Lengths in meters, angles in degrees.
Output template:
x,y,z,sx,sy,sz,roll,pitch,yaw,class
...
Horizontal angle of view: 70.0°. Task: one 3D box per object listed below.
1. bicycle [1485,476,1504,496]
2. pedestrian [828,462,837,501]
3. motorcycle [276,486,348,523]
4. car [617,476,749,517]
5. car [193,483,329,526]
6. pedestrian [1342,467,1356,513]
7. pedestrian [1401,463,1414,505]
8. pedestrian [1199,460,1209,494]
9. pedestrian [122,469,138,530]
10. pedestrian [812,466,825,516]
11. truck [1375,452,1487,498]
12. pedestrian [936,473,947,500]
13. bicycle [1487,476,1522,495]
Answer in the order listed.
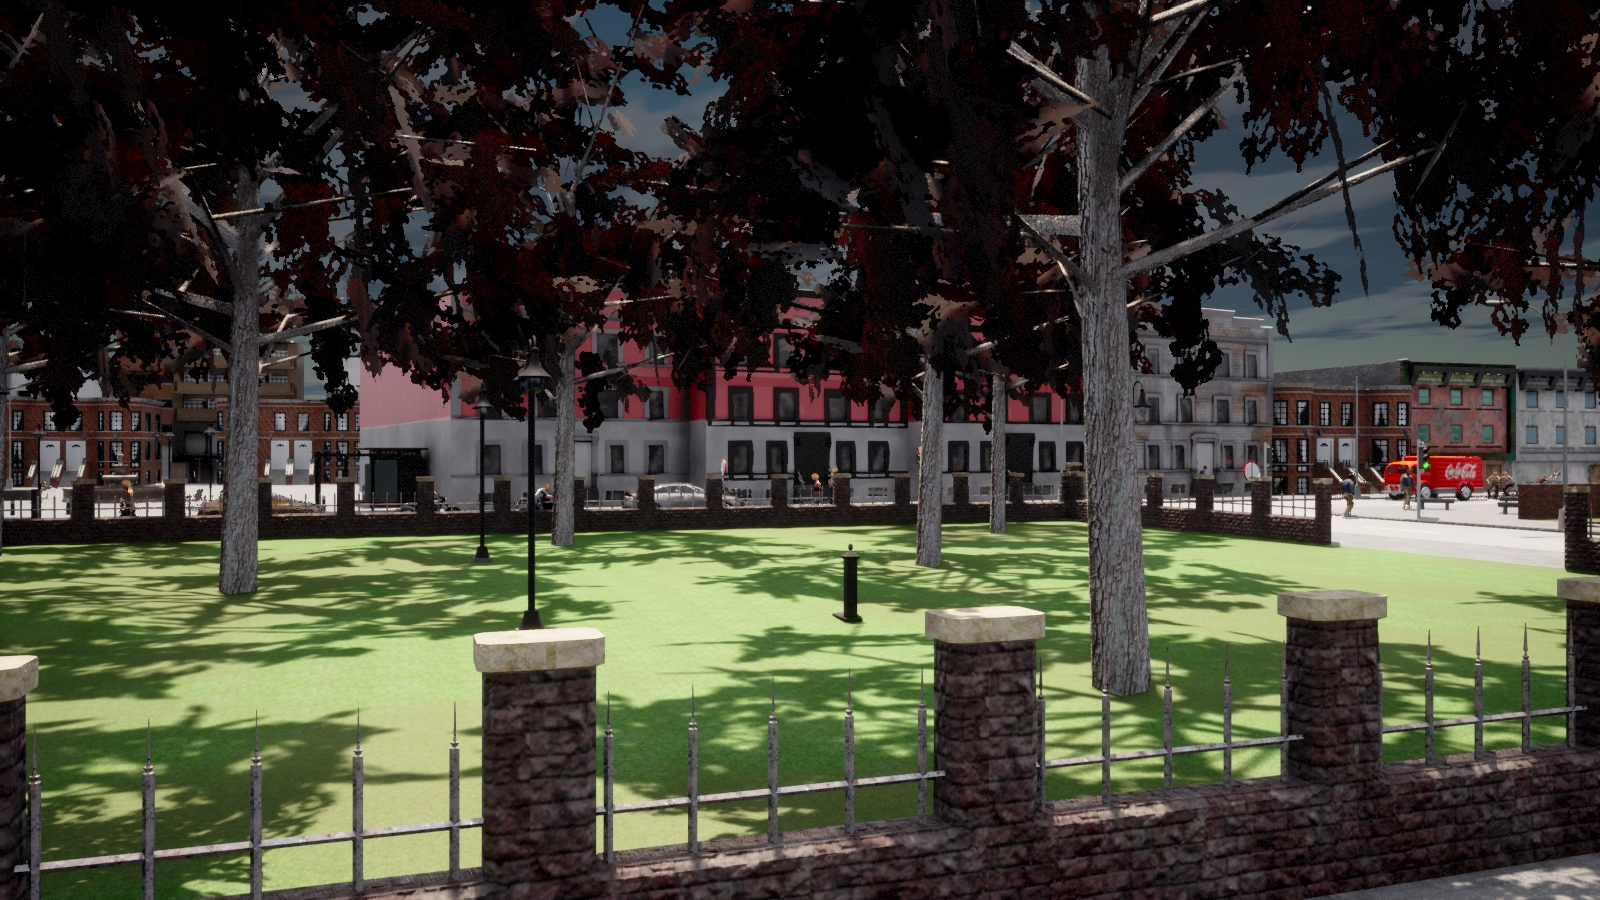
x,y,z,sx,sy,sz,roll,pitch,yaw,class
39.299,2.036,64.656,0.859,1.080,1.487,0,0,35,bicycle
1.583,1.524,55.322,0.375,1.860,0.375,0,0,-9,pedestrian
-17.611,1.950,41.298,2.356,1.277,0.764,0,0,-19,motorcycle
-4.677,1.827,45.707,4.902,1.511,2.128,0,0,-19,car
-19.134,1.898,40.770,4.181,1.385,1.994,0,0,-19,car
22.294,1.629,46.403,0.375,1.860,0.375,0,0,-12,pedestrian
26.964,1.517,50.714,0.375,1.860,0.375,0,0,-2,pedestrian
22.831,1.523,64.606,0.375,1.860,0.375,0,0,-19,pedestrian
-20.621,1.523,35.175,0.375,1.860,0.375,0,0,-19,pedestrian
0.702,1.525,42.477,0.375,1.860,0.375,0,0,-19,pedestrian
35.004,1.348,63.458,5.204,2.467,2.627,0,0,-19,truck
7.029,1.802,56.727,0.375,1.300,0.375,0,0,-30,pedestrian
40.458,2.036,65.608,1.487,1.080,0.859,0,0,1,bicycle
